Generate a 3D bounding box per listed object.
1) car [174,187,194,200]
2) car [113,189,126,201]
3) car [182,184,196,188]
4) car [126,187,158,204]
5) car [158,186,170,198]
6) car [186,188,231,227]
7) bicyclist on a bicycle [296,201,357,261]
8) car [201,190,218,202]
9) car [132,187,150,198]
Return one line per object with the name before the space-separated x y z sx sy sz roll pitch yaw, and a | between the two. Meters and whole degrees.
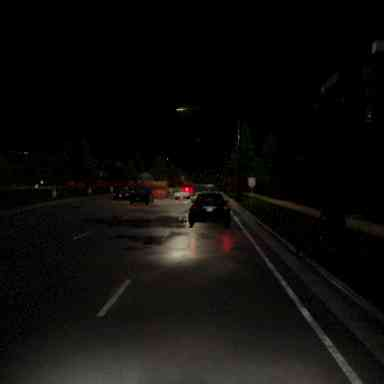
car | -1.186 0.355 43.961 1.895 1.301 4.718 0 2 3
car | -8.340 0.349 41.197 1.994 1.385 4.181 0 2 3
car | -0.665 -0.302 53.970 2.150 2.045 5.566 0 2 3
car | -5.191 0.451 35.200 1.882 1.535 5.008 0 2 4
car | -4.486 -0.048 48.785 2.097 1.767 4.553 0 2 3
car | 0.980 0.838 18.373 2.097 1.767 4.553 0 2 3
bicyclist on a bicycle | 3.650 1.063 9.013 1.656 1.620 0.582 0 2 3
car | 2.154 0.458 41.076 1.895 1.301 4.718 0 2 3
car | -7.820 0.036 51.094 1.812 1.442 4.674 0 2 3
